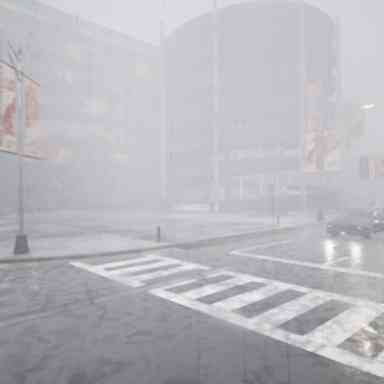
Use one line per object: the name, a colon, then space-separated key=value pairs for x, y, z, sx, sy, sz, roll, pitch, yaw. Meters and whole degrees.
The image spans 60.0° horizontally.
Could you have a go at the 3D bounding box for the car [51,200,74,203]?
car: x=-18.108 y=1.701 z=45.308 sx=2.002 sy=1.452 sz=4.674 roll=0 pitch=0 yaw=-43

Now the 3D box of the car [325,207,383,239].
car: x=8.971 y=1.516 z=17.339 sx=5.357 sy=1.411 sz=2.033 roll=0 pitch=0 yaw=-43

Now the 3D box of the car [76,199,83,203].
car: x=-20.743 y=1.926 z=59.013 sx=1.895 sy=1.301 sz=4.718 roll=0 pitch=0 yaw=-43

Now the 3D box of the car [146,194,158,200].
car: x=-7.858 y=1.396 z=72.309 sx=2.435 sy=2.045 sz=5.566 roll=0 pitch=0 yaw=-43
